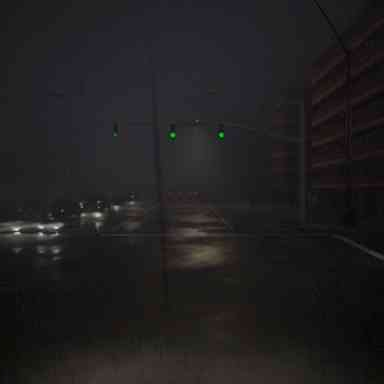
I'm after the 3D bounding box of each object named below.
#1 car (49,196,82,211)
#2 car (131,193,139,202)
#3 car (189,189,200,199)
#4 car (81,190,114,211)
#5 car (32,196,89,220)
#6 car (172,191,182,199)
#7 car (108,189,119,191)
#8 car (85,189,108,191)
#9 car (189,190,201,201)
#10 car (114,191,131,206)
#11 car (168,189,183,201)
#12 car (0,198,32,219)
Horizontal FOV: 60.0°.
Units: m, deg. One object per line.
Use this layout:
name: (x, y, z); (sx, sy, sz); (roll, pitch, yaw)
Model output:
car: (-13.539, 1.219, 35.840); (1.994, 1.385, 4.181); (0, 1, -1)
car: (-10.033, 0.811, 55.059); (2.033, 1.411, 5.357); (0, 1, 0)
car: (0.473, 0.380, 67.537); (2.097, 1.767, 4.553); (0, 1, 0)
car: (-10.031, 1.024, 34.877); (2.097, 1.767, 4.553); (0, 1, 0)
car: (-10.009, 1.312, 25.836); (2.128, 1.511, 4.902); (0, 1, 0)
car: (-3.027, 0.549, 67.877); (1.812, 1.442, 4.674); (0, 1, 0)
car: (-13.535, 0.476, 55.563); (2.150, 2.045, 5.566); (0, 1, 1)
car: (-13.556, 0.688, 45.149); (2.150, 2.045, 5.566); (0, 1, -1)
car: (0.603, 0.709, 57.150); (2.128, 1.511, 4.902); (0, 1, 0)
car: (-10.057, 1.024, 44.523); (2.033, 1.411, 5.357); (0, 1, 0)
car: (-2.897, 0.440, 57.161); (2.150, 2.045, 5.566); (0, 1, 0)
car: (-13.513, 1.287, 26.849); (1.882, 1.535, 5.008); (0, 1, 0)
